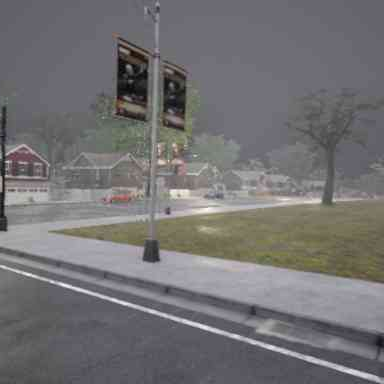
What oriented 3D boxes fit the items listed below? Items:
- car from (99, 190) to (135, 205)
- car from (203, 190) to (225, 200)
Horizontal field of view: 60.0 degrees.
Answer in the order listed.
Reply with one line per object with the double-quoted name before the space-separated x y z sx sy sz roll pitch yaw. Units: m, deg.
"car" -9.223 0.557 41.035 2.097 1.767 4.553 2 2 36
"car" 3.910 0.445 58.960 2.097 1.767 4.553 2 2 36
